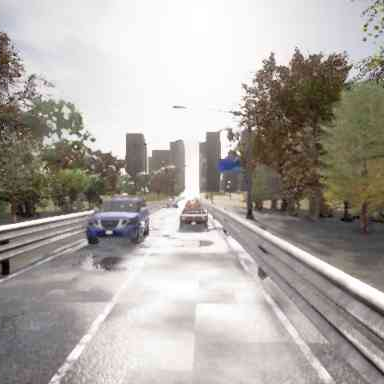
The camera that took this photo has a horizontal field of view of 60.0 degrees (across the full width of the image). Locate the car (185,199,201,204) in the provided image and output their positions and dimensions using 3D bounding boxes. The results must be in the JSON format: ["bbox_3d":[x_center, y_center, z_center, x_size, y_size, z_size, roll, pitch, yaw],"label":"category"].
[{"bbox_3d":[0.105,1.700,42.168,2.097,1.767,4.553,0,-1,0],"label":"car"}]

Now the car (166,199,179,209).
[{"bbox_3d":[-3.302,2.023,56.736,2.128,1.511,4.902,0,-1,1],"label":"car"}]

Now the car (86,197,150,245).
[{"bbox_3d":[-3.348,1.282,16.184,2.150,2.045,5.566,0,0,0],"label":"car"}]

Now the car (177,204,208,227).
[{"bbox_3d":[0.103,1.723,23.450,1.895,1.301,4.718,0,-1,0],"label":"car"}]
